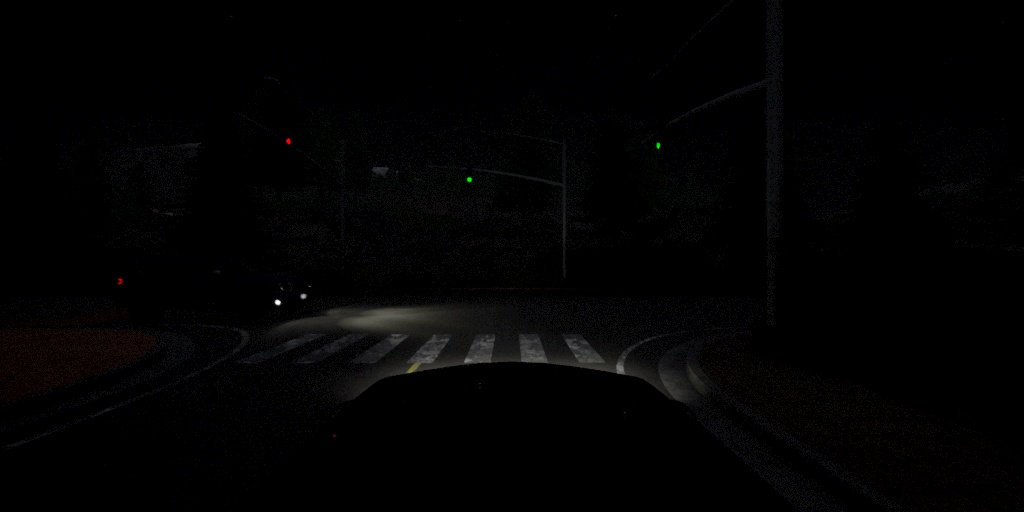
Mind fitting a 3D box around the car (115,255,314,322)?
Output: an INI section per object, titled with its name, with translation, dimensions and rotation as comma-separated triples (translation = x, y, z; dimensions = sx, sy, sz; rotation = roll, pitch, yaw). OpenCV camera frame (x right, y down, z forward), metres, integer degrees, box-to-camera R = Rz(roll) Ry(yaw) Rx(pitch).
[car]
translation = -9.723, 0.986, 11.968
dimensions = 5.566, 2.045, 2.150
rotation = 0, 0, 0
